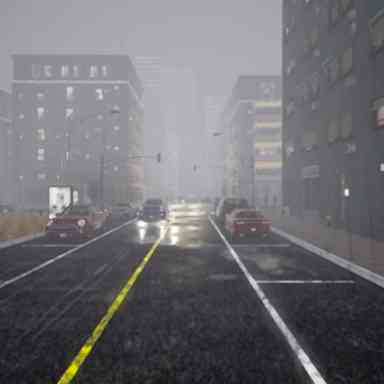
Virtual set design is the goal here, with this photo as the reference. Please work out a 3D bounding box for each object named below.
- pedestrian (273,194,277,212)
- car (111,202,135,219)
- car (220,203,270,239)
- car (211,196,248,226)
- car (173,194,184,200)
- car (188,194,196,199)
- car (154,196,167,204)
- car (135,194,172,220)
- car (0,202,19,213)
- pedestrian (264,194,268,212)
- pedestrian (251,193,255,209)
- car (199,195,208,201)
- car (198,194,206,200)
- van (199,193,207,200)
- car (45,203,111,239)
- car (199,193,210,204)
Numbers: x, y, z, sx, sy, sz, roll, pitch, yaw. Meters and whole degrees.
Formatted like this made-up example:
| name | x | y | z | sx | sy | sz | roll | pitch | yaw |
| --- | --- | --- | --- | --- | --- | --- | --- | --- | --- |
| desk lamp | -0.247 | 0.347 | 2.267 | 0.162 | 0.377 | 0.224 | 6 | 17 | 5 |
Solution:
| name | x | y | z | sx | sy | sz | roll | pitch | yaw |
| --- | --- | --- | --- | --- | --- | --- | --- | --- | --- |
| pedestrian | 8.125 | 1.064 | 32.905 | 0.375 | 1.860 | 0.375 | 0 | 1 | 0 |
| car | -5.705 | 1.495 | 27.746 | 1.802 | 1.307 | 4.206 | 0 | 0 | 0 |
| car | 2.678 | 1.491 | 16.691 | 1.887 | 1.381 | 4.507 | 0 | 0 | 0 |
| car | 2.675 | 1.245 | 22.218 | 2.192 | 1.841 | 5.009 | 0 | 0 | 0 |
| car | -3.024 | 1.366 | 82.717 | 1.895 | 1.301 | 4.718 | 0 | 0 | 0 |
| car | -0.027 | 1.272 | 89.596 | 1.812 | 1.442 | 4.674 | 0 | 0 | 0 |
| car | -5.715 | 1.390 | 60.151 | 1.947 | 1.339 | 4.313 | 0 | 0 | 0 |
| car | -3.058 | 1.266 | 27.337 | 2.097 | 1.767 | 4.553 | 0 | 0 | 1 |
| car | -22.415 | 1.771 | 38.496 | 4.403 | 1.369 | 2.008 | -1 | 1 | 0 |
| pedestrian | 7.126 | 1.049 | 32.304 | 0.375 | 1.860 | 0.375 | 0 | 1 | 0 |
| pedestrian | 6.125 | 1.042 | 33.504 | 0.375 | 1.860 | 0.375 | 0 | 1 | 0 |
| car | 2.661 | 1.329 | 76.711 | 1.887 | 1.381 | 4.507 | 0 | 0 | 0 |
| car | 2.658 | 1.325 | 87.759 | 1.947 | 1.339 | 4.313 | 0 | 0 | 0 |
| van | 2.658 | 1.113 | 82.234 | 1.690 | 1.788 | 3.998 | 0 | 0 | 0 |
| car | -5.703 | 1.387 | 16.689 | 1.967 | 1.590 | 4.097 | 0 | 0 | 0 |
| car | 2.666 | 1.406 | 60.141 | 1.802 | 1.307 | 4.206 | 0 | 0 | 0 |
